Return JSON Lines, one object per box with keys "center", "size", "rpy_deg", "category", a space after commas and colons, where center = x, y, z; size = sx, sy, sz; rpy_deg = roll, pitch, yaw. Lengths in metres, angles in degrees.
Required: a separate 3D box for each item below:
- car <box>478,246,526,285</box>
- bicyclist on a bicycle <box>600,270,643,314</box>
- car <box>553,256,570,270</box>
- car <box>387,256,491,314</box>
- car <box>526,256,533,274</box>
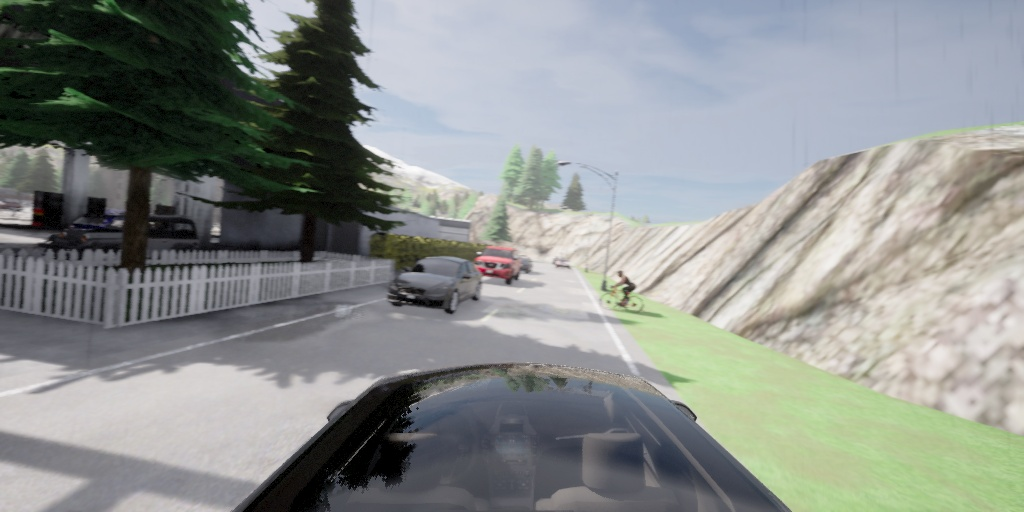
{"center": [-0.753, 0.452, 21.617], "size": [2.150, 2.045, 5.566], "rpy_deg": [6, 1, 8], "category": "car"}
{"center": [4.317, 1.395, 14.010], "size": [1.656, 1.620, 0.582], "rpy_deg": [6, 1, 8], "category": "bicyclist on a bicycle"}
{"center": [6.916, 1.040, 48.518], "size": [1.895, 1.301, 4.718], "rpy_deg": [6, 1, 8], "category": "car"}
{"center": [-2.259, 0.800, 11.763], "size": [1.837, 1.490, 4.892], "rpy_deg": [6, 1, 8], "category": "car"}
{"center": [0.775, 0.652, 31.926], "size": [2.128, 1.511, 4.902], "rpy_deg": [6, 1, 8], "category": "car"}
